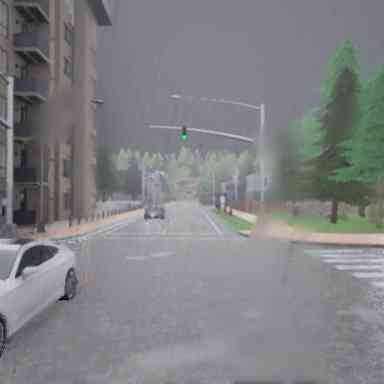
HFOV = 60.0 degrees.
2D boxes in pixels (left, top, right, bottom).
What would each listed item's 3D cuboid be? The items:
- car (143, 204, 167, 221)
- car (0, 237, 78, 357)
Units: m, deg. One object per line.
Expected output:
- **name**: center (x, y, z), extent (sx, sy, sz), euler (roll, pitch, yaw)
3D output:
- **car**: center (-3.519, 1.932, 32.228), extent (2.128, 1.511, 4.902), euler (0, -1, 0)
- **car**: center (-3.505, 1.612, 5.918), extent (1.812, 1.442, 4.674), euler (0, -1, 0)
